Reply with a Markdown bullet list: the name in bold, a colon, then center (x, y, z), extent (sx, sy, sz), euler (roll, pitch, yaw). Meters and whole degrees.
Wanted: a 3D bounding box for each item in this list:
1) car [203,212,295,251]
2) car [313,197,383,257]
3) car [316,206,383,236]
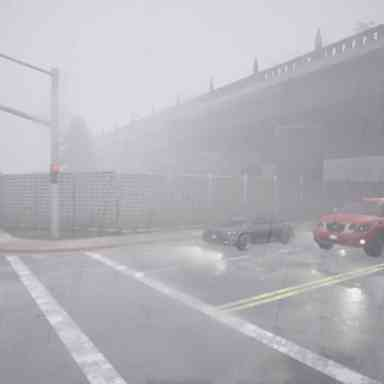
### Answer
- **car**: center (2.503, 1.590, 14.359), extent (4.181, 1.385, 1.994), euler (0, 0, -35)
- **car**: center (7.292, 1.248, 13.479), extent (5.566, 2.045, 2.150), euler (0, 0, -36)
- **car**: center (9.294, 1.587, 19.200), extent (4.181, 1.385, 1.994), euler (0, 0, -35)
